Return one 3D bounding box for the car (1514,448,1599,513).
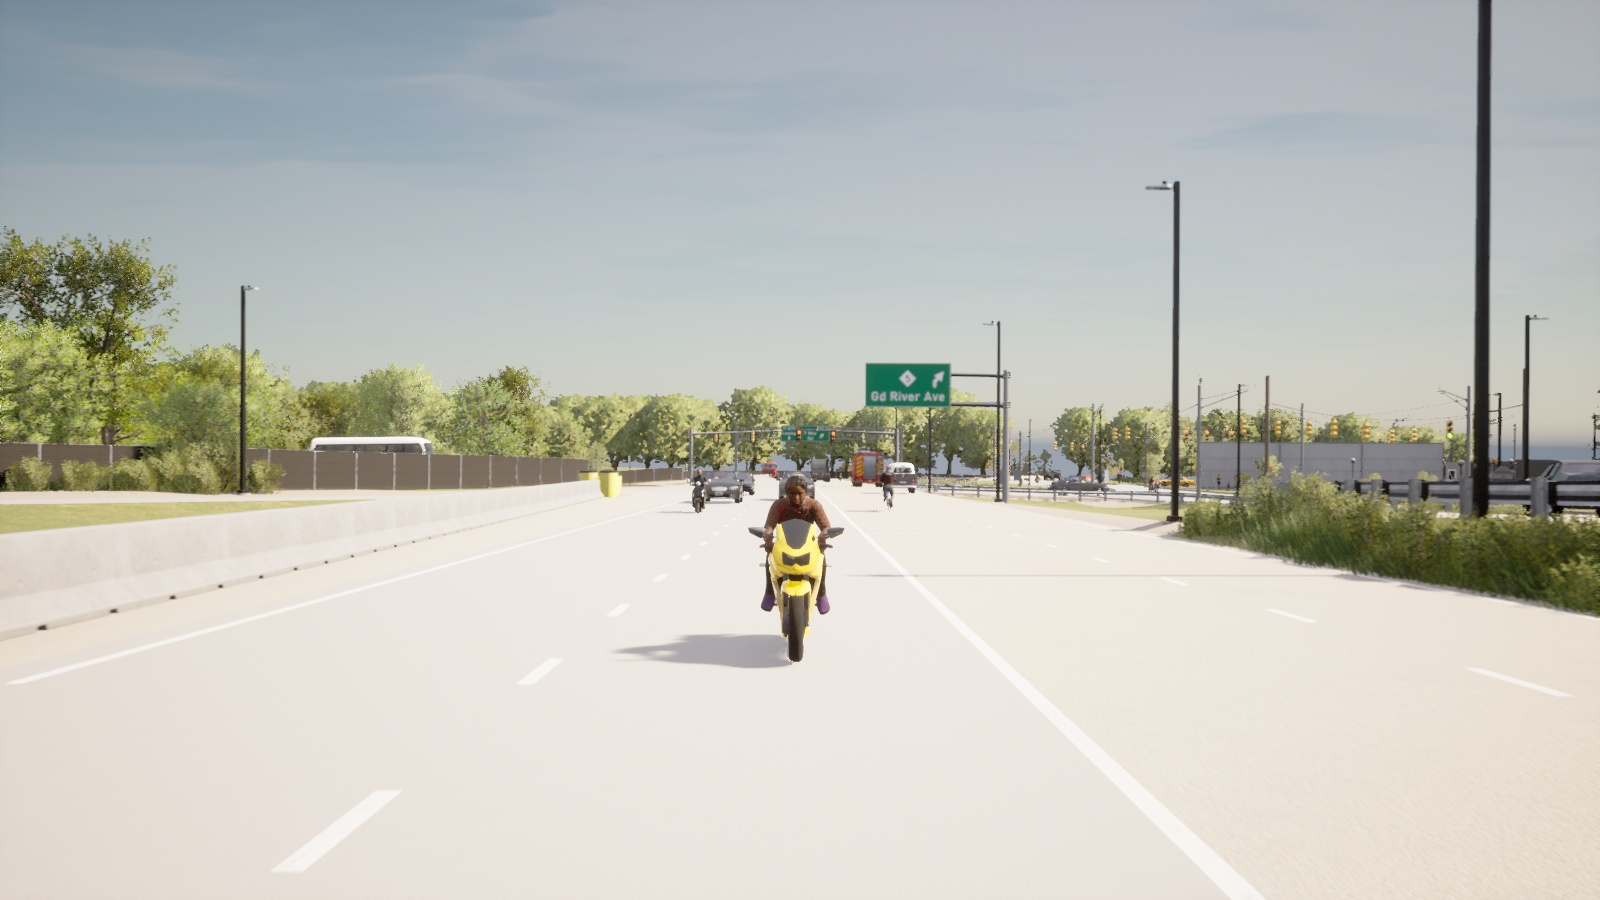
[{"bbox_3d":[18.908,0.797,30.410,2.033,1.411,5.357,0,-2,21],"label":"car"}]

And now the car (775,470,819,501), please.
[{"bbox_3d":[-0.151,1.793,64.462,2.128,1.511,4.902,0,-1,0],"label":"car"}]

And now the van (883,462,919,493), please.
[{"bbox_3d":[6.800,1.843,85.014,2.069,2.038,4.480,0,-1,0],"label":"van"}]

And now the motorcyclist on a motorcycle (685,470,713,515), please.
[{"bbox_3d":[-3.605,1.509,45.099,0.866,1.590,1.817,0,-1,0],"label":"motorcyclist on a motorcycle"}]

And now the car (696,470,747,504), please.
[{"bbox_3d":[-3.638,1.724,58.988,2.128,1.511,4.902,0,-1,0],"label":"car"}]

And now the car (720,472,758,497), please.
[{"bbox_3d":[-3.678,2.078,76.435,2.033,1.411,5.357,0,-1,0],"label":"car"}]

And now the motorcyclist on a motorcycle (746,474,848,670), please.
[{"bbox_3d":[-0.025,0.976,10.853,0.797,1.523,2.044,0,-1,0],"label":"motorcyclist on a motorcycle"}]
